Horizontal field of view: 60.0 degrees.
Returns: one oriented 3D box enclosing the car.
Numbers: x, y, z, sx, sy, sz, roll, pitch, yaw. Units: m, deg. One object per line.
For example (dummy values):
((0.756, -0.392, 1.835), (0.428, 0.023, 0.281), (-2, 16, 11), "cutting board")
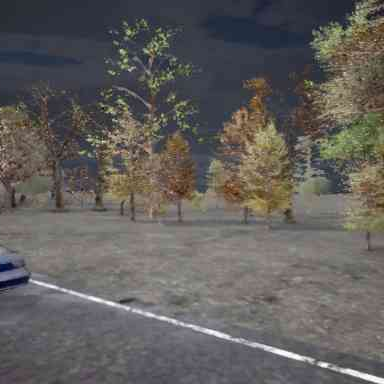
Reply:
((-5.950, 1.564, 7.859), (5.357, 1.411, 2.033), (0, 0, 36), "car")
